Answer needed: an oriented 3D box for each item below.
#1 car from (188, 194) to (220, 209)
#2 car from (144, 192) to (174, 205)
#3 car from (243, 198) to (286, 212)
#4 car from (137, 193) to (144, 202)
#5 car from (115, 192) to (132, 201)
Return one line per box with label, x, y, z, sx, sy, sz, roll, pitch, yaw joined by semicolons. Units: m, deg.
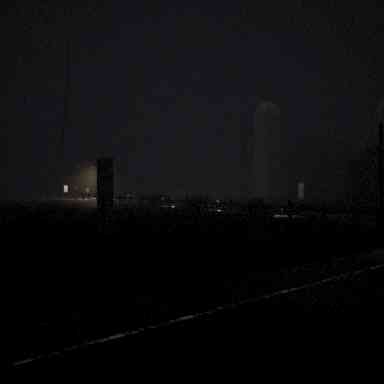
car;1.317;1.061;40.416;2.097;1.767;4.553;-1;1;-36
car;-4.564;0.965;48.594;2.097;1.767;4.553;-1;1;-36
car;6.974;1.326;32.573;1.812;1.442;4.674;-1;1;-35
car;-7.835;0.850;58.048;2.097;1.767;4.553;-1;1;-35
car;-13.613;0.752;65.995;2.097;1.767;4.553;-1;1;-36
